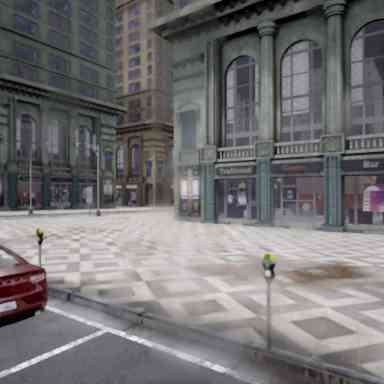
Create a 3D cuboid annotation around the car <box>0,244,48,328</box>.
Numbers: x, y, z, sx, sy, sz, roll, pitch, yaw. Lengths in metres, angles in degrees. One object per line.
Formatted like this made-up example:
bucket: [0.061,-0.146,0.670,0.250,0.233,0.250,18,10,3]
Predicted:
car: [-4.510,1.541,6.165,4.507,1.381,1.887,0,0,35]
